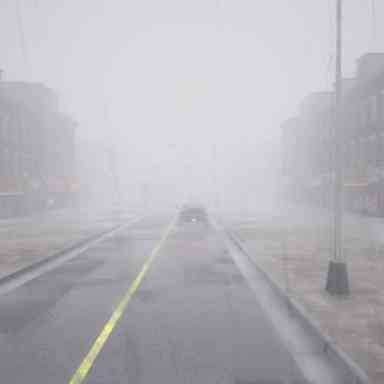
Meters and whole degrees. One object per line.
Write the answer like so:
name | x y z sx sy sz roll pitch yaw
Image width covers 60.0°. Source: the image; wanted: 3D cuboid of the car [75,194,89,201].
car | -20.362 1.048 58.420 4.507 1.381 1.887 -1 2 0

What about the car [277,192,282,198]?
car | 17.220 0.506 58.543 4.313 1.339 1.947 -1 2 0

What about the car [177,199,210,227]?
car | 0.105 1.436 22.223 1.837 1.490 4.892 0 0 0

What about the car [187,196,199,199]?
car | 0.115 1.201 39.801 2.033 1.411 5.357 0 1 0
